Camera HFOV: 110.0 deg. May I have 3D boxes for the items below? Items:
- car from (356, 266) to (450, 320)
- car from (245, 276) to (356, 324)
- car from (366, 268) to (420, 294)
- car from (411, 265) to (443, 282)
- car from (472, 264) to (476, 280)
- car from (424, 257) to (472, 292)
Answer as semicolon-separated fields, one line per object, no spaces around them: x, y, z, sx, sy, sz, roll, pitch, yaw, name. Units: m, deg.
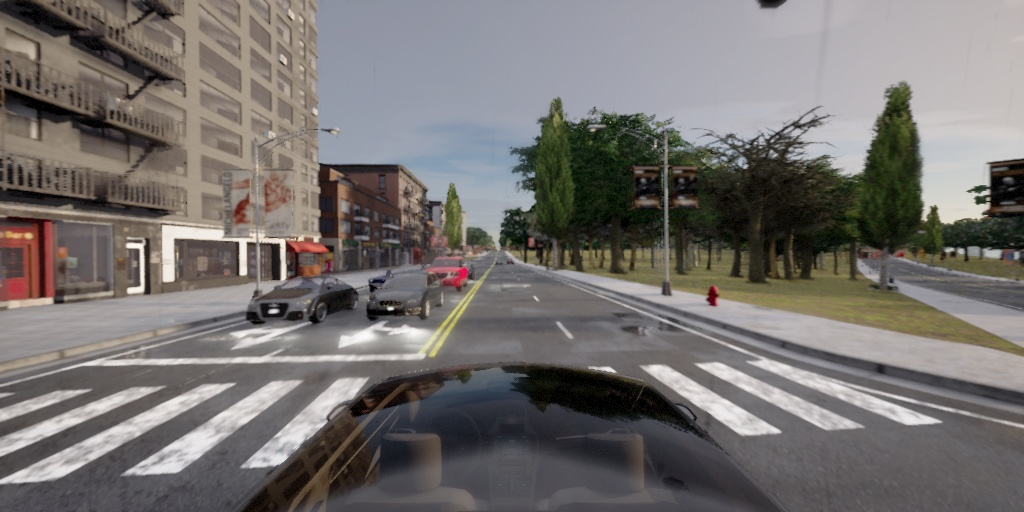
-3.647;1.304;12.970;1.837;1.490;4.892;-1;0;-2;car
-6.877;1.395;12.245;1.994;1.385;4.181;-1;0;-2;car
-7.245;1.465;22.281;1.895;1.301;4.718;-1;0;-2;car
-7.601;1.513;32.646;1.895;1.301;4.718;-1;0;-2;car
-4.366;1.386;33.031;1.837;1.490;4.892;-1;0;-1;car
-3.996;1.054;22.522;2.150;2.045;5.566;-1;0;-2;car
